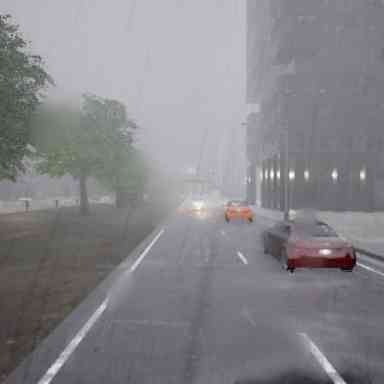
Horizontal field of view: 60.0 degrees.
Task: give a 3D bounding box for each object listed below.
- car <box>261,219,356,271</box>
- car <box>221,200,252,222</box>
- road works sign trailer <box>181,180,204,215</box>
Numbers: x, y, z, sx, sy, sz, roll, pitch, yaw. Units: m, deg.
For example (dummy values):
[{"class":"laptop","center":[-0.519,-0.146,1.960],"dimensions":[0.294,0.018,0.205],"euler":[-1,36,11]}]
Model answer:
[{"class":"car","center":[3.592,1.587,10.964],"dimensions":[1.994,1.385,4.181],"euler":[0,0,0]},{"class":"car","center":[3.584,1.443,27.361],"dimensions":[2.097,1.767,4.553],"euler":[0,0,0]},{"class":"road works sign trailer","center":[0.000,0.597,34.589],"dimensions":[2.380,3.560,2.880],"euler":[0,0,0]}]
